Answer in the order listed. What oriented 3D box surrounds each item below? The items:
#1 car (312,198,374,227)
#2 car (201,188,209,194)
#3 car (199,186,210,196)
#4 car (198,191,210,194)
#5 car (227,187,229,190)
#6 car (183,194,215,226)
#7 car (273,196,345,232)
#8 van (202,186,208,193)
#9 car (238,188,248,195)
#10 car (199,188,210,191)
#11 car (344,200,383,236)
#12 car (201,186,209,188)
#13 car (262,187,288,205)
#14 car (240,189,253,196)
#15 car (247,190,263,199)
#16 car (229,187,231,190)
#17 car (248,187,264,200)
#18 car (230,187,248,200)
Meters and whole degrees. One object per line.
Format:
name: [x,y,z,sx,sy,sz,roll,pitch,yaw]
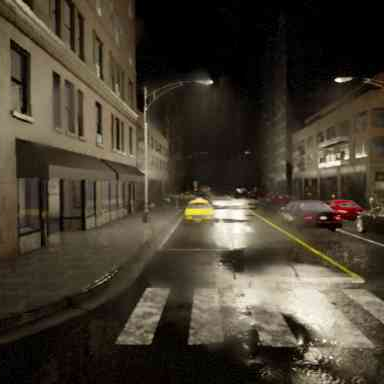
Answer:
car: [8.443,1.097,19.083,1.802,1.307,4.206,0,1,3]
car: [3.239,-0.293,81.859,1.802,1.307,4.206,0,1,3]
car: [2.470,-0.169,64.830,2.192,1.841,5.009,0,1,3]
car: [0.938,0.853,30.791,1.947,1.339,4.313,0,1,3]
car: [11.767,-0.617,92.852,2.008,1.369,4.403,0,1,3]
car: [0.419,1.072,19.273,1.752,1.417,4.829,0,1,3]
car: [5.807,1.122,16.944,2.033,1.411,5.357,0,1,3]
van: [3.749,-0.799,93.201,1.690,1.788,3.998,0,1,3]
car: [10.752,-0.120,70.323,1.752,1.417,4.829,0,1,3]
car: [1.449,0.581,42.139,2.008,1.369,4.403,0,1,3]
car: [8.188,1.193,13.408,2.008,1.369,4.403,0,1,3]
car: [1.960,0.213,53.485,1.967,1.590,4.097,0,1,3]
car: [9.210,0.570,36.104,1.967,1.590,4.097,0,1,3]
car: [10.489,0.053,64.479,1.947,1.339,4.313,0,1,3]
car: [9.977,0.310,53.131,1.947,1.339,4.313,0,1,3]
car: [11.512,-0.491,87.178,1.887,1.381,4.507,0,1,3]
car: [9.721,0.188,47.451,2.192,1.841,5.009,0,1,3]
car: [7.259,0.336,49.227,2.128,1.511,4.902,0,1,3]
